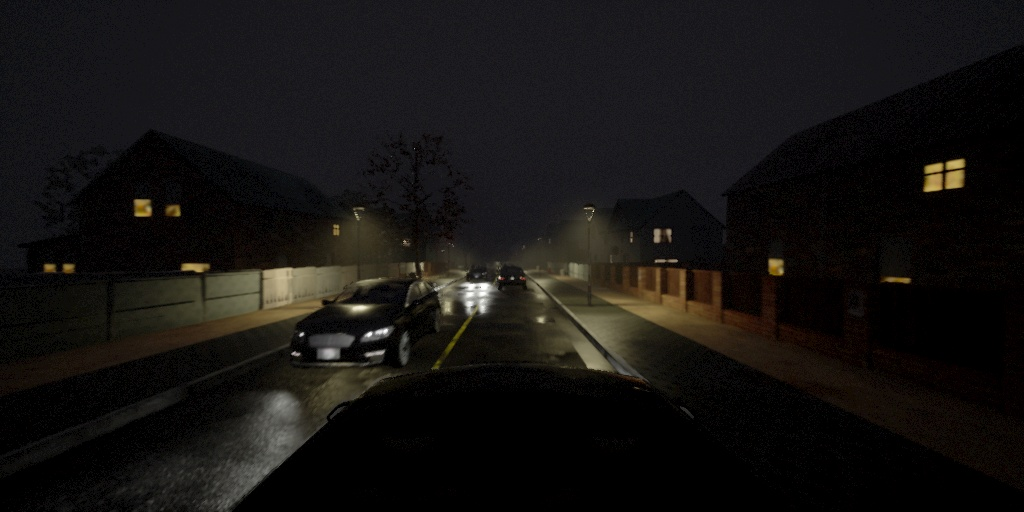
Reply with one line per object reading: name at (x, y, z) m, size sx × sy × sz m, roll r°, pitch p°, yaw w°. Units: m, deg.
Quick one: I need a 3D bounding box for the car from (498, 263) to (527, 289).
car at (0.040, 1.414, 24.036) m, size 2.033 × 1.411 × 5.357 m, roll 0°, pitch 0°, yaw 0°

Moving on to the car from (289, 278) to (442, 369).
car at (-2.840, 1.266, 8.013) m, size 2.128 × 1.511 × 4.902 m, roll 0°, pitch 0°, yaw 0°

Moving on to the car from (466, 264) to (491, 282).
car at (-2.865, 1.412, 31.322) m, size 2.128 × 1.511 × 4.902 m, roll 0°, pitch -1°, yaw 0°
